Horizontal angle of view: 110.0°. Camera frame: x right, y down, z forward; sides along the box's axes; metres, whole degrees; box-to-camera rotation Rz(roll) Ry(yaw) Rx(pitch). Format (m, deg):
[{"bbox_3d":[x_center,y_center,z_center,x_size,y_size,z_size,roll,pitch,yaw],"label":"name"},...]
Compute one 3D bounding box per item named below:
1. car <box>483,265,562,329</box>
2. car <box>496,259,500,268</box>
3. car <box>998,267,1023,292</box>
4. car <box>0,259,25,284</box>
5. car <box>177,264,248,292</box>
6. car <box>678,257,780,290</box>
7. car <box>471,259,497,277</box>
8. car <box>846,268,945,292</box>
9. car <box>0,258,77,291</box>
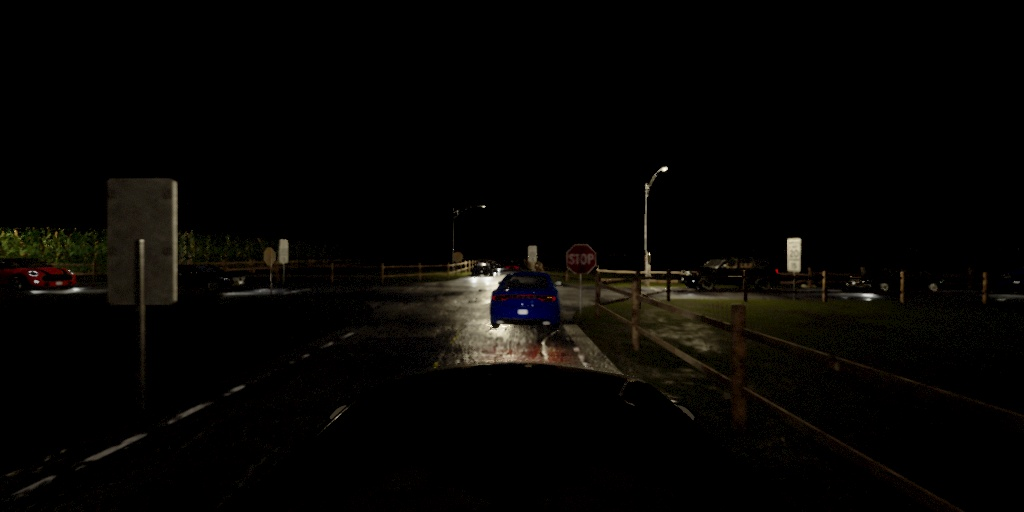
[{"bbox_3d":[0.531,1.228,11.325,1.882,1.535,5.008,0,0,6],"label":"car"},{"bbox_3d":[-2.837,1.254,45.648,1.837,1.490,4.892,0,0,0],"label":"car"},{"bbox_3d":[33.714,1.268,21.993,5.566,2.045,2.150,1,0,1],"label":"car"},{"bbox_3d":[-34.553,0.964,22.659,5.008,1.535,1.882,0,0,1],"label":"car"},{"bbox_3d":[-17.071,1.158,19.540,4.674,1.442,1.812,0,0,1],"label":"car"},{"bbox_3d":[13.352,1.089,22.214,5.566,2.045,2.150,0,0,1],"label":"car"},{"bbox_3d":[-2.843,1.314,35.563,1.994,1.385,4.181,0,0,1],"label":"car"},{"bbox_3d":[23.510,1.459,22.099,4.892,1.490,1.837,1,0,1],"label":"car"},{"bbox_3d":[-27.003,0.906,19.640,4.553,1.767,2.097,0,0,1],"label":"car"}]
